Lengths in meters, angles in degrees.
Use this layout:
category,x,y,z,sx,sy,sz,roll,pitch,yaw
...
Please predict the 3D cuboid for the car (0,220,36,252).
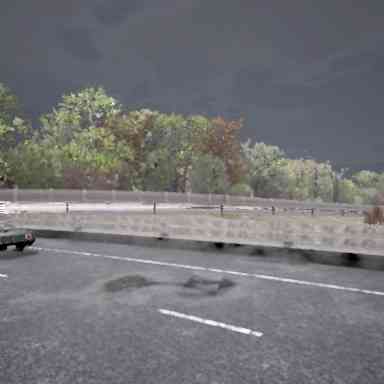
category,x,y,z,sx,sy,sz,roll,pitch,yaw
car,-8.472,1.747,13.101,4.718,1.301,1.895,-1,0,28
